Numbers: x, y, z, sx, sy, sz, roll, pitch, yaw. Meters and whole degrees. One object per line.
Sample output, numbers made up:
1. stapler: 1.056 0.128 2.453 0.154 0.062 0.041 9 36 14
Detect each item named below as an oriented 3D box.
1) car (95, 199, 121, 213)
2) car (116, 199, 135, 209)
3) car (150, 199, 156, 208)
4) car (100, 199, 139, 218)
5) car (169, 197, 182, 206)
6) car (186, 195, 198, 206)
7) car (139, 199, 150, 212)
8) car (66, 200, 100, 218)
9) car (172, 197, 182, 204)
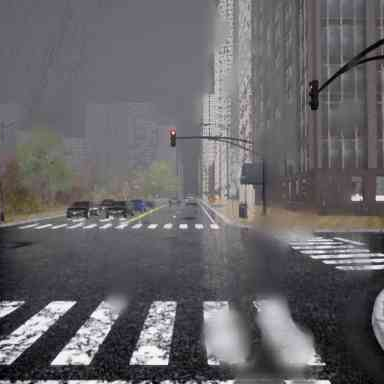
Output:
1. car: -9.841 1.585 39.441 1.837 1.490 4.892 0 0 0
2. car: -9.837 1.723 49.372 1.895 1.301 4.718 0 0 0
3. car: -6.585 1.726 49.861 1.895 1.301 4.718 0 0 0
4. car: -6.561 1.557 30.611 1.837 1.490 4.892 0 0 2
5. car: -3.145 1.674 60.339 2.128 1.511 4.902 0 0 0
6. car: 0.006 1.721 58.932 2.033 1.411 5.357 0 0 0
7. car: -6.592 1.559 39.684 1.882 1.535 5.008 0 0 0
8. car: -9.842 1.556 30.260 1.837 1.490 4.892 0 0 0
9. car: -3.188 1.774 70.600 1.812 1.442 4.674 0 0 0
